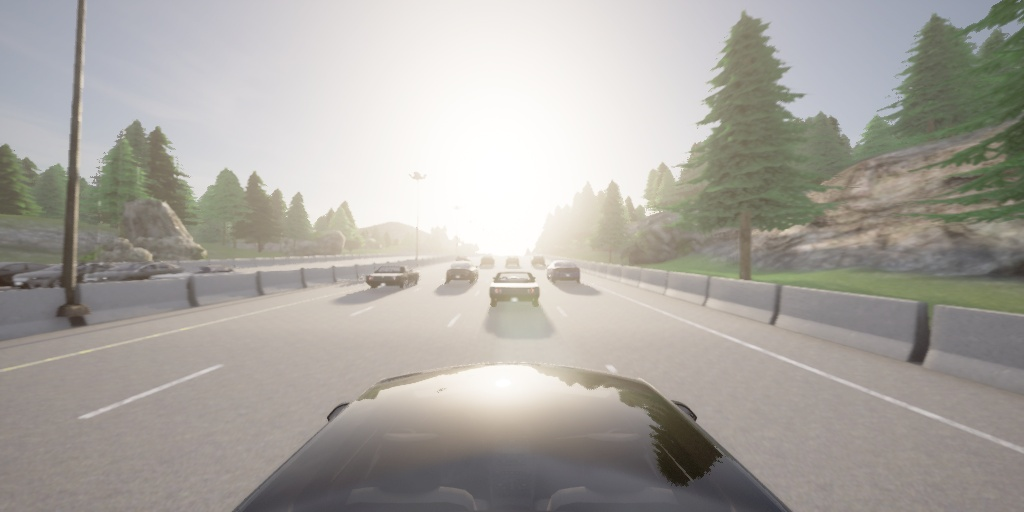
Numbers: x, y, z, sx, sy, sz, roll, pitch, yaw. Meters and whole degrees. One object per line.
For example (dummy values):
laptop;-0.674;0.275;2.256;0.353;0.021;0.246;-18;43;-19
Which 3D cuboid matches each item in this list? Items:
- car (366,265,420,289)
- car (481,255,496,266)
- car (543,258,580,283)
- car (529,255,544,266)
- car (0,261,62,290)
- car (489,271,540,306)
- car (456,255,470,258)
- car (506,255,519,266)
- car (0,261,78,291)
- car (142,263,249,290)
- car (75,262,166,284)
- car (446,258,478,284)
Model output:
car;-6.912;1.209;21.435;1.895;1.301;4.718;0;1;0
car;-3.431;0.560;51.584;1.882;1.535;5.008;0;1;0
car;3.585;1.051;25.528;1.882;1.535;5.008;0;1;0
car;3.570;0.631;50.132;1.837;1.490;4.892;0;2;0
car;-24.516;1.088;20.273;2.128;1.511;4.902;0;0;0
car;0.091;1.279;15.306;1.895;1.301;4.718;0;0;0
car;-6.930;0.589;50.699;2.128;1.511;4.902;0;1;0
car;0.069;0.587;51.215;2.128;1.511;4.902;0;1;0
car;-28.020;1.072;19.876;1.882;1.535;5.008;0;0;0
car;-17.515;1.204;20.355;1.895;1.301;4.718;0;1;0
car;-21.016;1.093;20.282;2.128;1.511;4.902;0;0;0
car;-3.415;1.097;24.914;1.812;1.442;4.674;0;1;0
